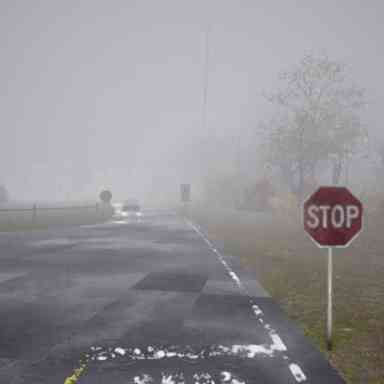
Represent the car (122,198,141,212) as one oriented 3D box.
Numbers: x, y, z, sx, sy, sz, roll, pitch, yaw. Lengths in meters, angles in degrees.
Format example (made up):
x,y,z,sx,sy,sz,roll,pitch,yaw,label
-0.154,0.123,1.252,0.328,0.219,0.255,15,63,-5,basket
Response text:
x,y,z,sx,sy,sz,roll,pitch,yaw,label
-6.958,1.470,38.226,1.882,1.535,5.008,0,0,-12,car
